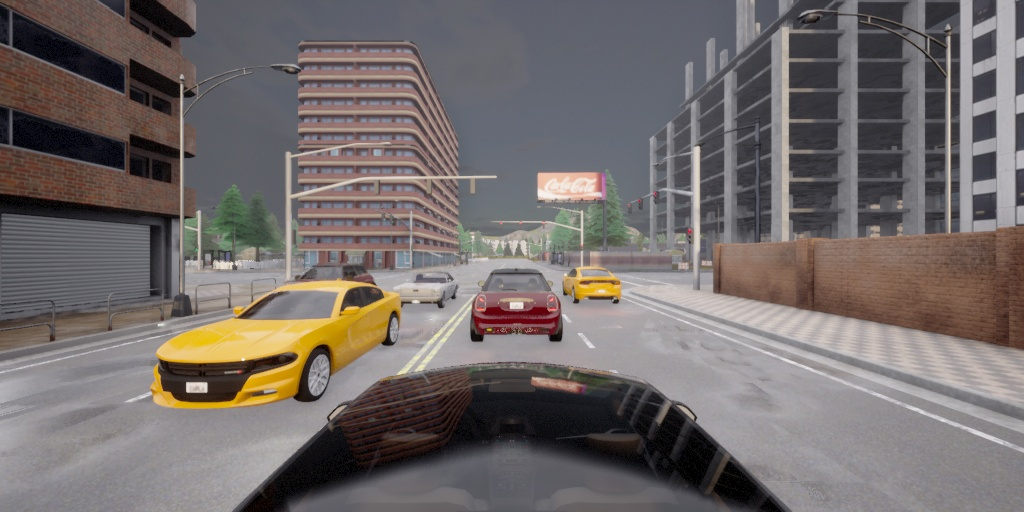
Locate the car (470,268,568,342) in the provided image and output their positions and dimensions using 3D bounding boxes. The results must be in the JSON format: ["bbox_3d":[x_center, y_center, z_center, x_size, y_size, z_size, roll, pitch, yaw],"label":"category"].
[{"bbox_3d":[0.100,1.102,9.943,2.097,1.767,4.553,0,0,0],"label":"car"}]

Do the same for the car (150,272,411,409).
[{"bbox_3d":[-3.577,1.228,6.587,1.882,1.535,5.008,0,0,0],"label":"car"}]

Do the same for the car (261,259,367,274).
[{"bbox_3d":[-7.019,1.101,13.828,2.097,1.767,4.553,0,0,0],"label":"car"}]

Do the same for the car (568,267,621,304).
[{"bbox_3d":[3.499,1.228,16.471,1.882,1.535,5.008,0,0,0],"label":"car"}]

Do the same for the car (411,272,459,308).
[{"bbox_3d":[-3.501,1.351,15.241,1.895,1.301,4.718,0,0,0],"label":"car"}]
